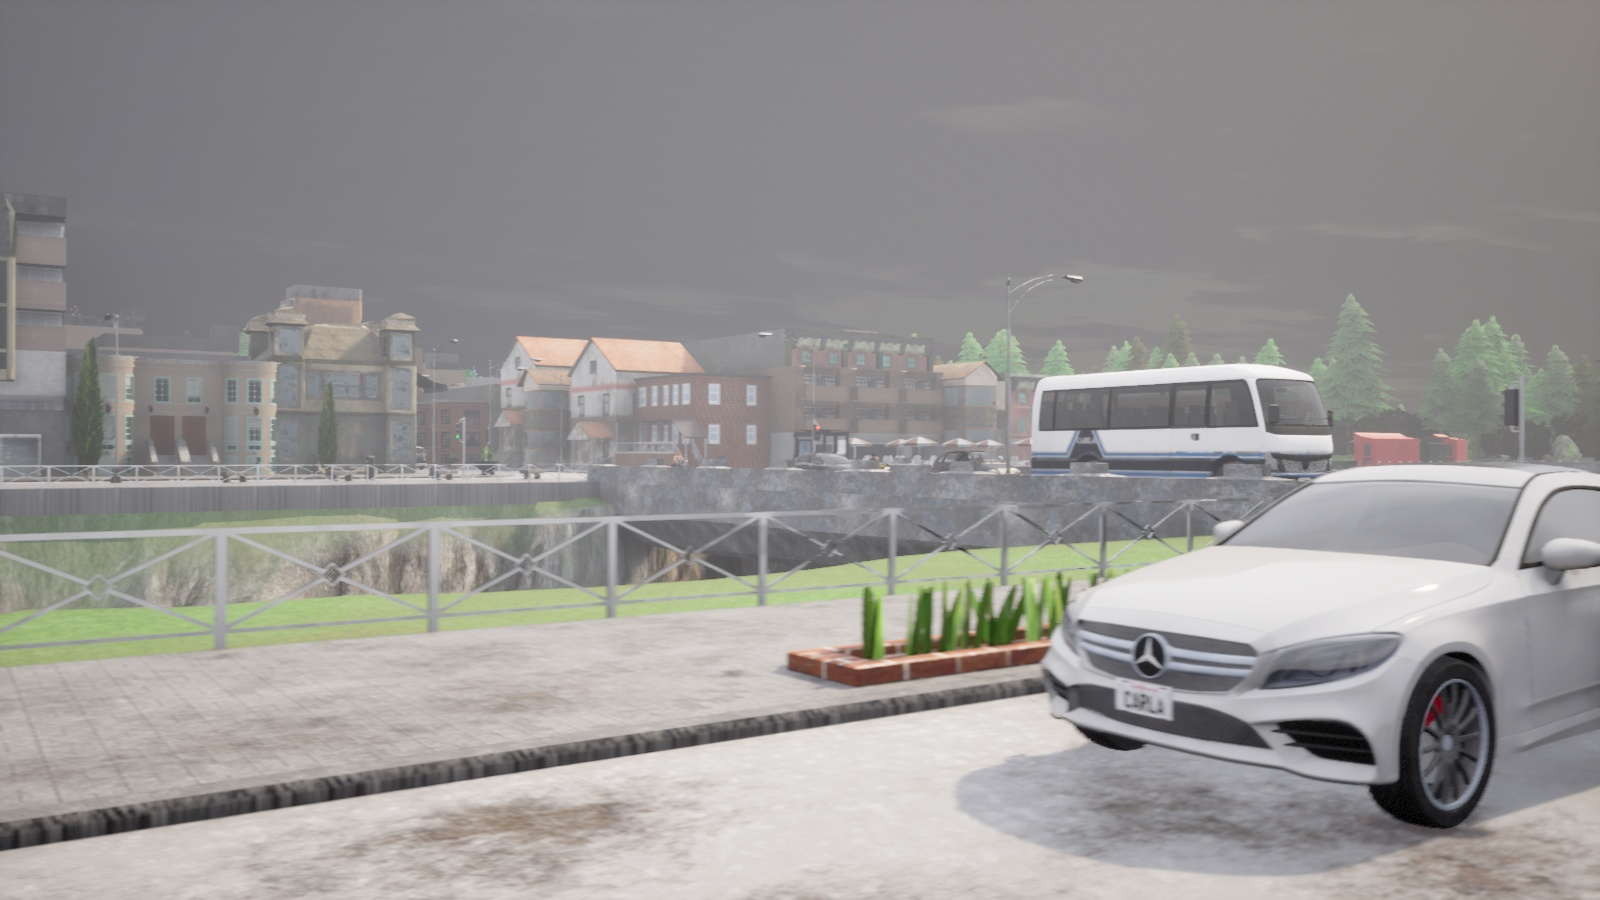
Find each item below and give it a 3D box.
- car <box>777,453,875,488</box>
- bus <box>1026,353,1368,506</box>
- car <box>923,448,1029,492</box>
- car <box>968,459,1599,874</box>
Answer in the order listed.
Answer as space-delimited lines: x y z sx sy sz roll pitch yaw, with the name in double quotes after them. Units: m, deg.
1.101 0.885 56.080 1.837 1.490 4.892 0 0 -36 "car"
12.271 -0.559 40.239 3.944 4.253 10.273 0 0 -33 "bus"
6.708 0.747 48.171 1.851 1.617 3.988 0 0 -33 "car"
3.228 0.780 6.514 4.674 1.442 1.812 0 0 -35 "car"
